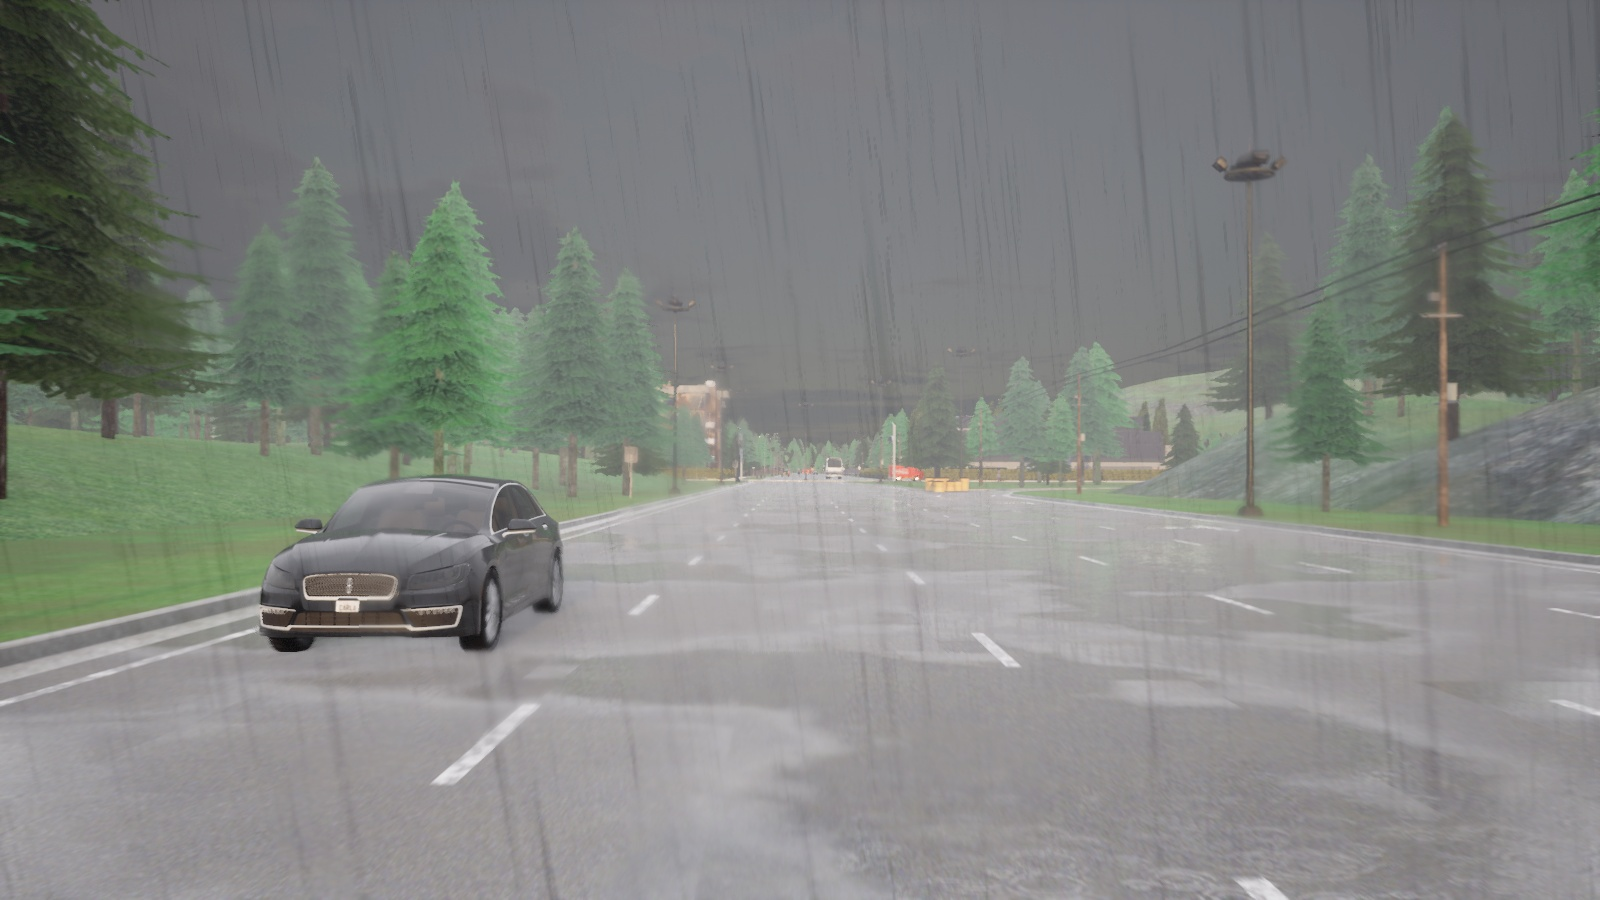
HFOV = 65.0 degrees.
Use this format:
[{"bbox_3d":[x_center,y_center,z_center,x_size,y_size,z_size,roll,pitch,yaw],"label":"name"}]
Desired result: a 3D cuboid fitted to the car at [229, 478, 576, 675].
[{"bbox_3d":[-3.529,1.039,12.228,1.837,1.490,4.892,0,-1,0],"label":"car"}]
